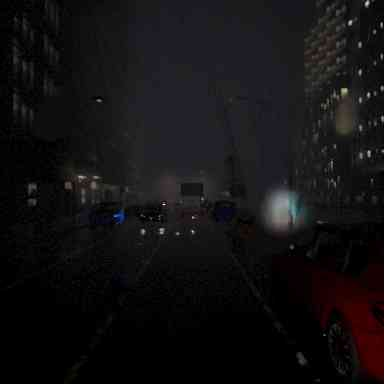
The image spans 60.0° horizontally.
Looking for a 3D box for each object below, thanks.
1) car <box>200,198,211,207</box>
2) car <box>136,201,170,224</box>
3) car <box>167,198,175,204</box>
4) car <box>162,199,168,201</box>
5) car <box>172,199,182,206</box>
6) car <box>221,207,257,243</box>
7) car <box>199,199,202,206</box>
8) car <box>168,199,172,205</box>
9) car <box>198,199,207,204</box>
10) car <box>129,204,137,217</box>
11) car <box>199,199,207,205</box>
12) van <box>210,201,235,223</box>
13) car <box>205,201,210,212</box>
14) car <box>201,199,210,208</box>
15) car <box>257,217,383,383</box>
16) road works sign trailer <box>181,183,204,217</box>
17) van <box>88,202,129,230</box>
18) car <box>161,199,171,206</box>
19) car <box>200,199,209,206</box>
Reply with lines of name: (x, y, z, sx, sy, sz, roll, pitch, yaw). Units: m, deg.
car: (2.690, 2.141, 67.898, 1.967, 1.590, 4.097, 0, -1, 0)
car: (-3.101, 1.788, 27.634, 1.837, 1.490, 4.892, 0, -1, 0)
car: (-5.693, 2.486, 90.674, 1.887, 1.381, 4.507, 0, -1, 0)
car: (-5.689, 2.023, 56.543, 1.967, 1.590, 4.097, 0, -1, 0)
car: (-3.008, 2.304, 68.845, 1.895, 1.301, 4.718, 0, -1, 0)
car: (2.695, 1.699, 16.870, 1.752, 1.417, 4.829, 0, -1, 0)
car: (2.690, 2.192, 62.209, 2.008, 1.369, 4.403, 0, -1, 0)
car: (-5.691, 2.252, 67.919, 2.008, 1.369, 4.403, 0, -1, 0)
car: (2.688, 2.431, 84.964, 2.008, 1.369, 4.403, 0, -1, 0)
car: (-5.688, 1.913, 33.786, 1.947, 1.339, 4.313, 0, -1, 0)
car: (2.688, 2.402, 79.275, 1.802, 1.307, 4.206, 0, -1, 0)
van: (2.696, 1.629, 28.080, 1.690, 1.788, 3.998, 0, -1, 0)
car: (2.693, 1.897, 33.766, 2.008, 1.369, 4.403, 0, -1, 0)
car: (2.692, 2.015, 45.143, 2.008, 1.369, 4.403, 0, -1, 0)
car: (2.698, 1.371, 5.325, 2.192, 1.841, 5.009, 0, -1, 0)
road works sign trailer: (0.021, 0.821, 34.740, 2.380, 3.560, 2.880, 0, -1, 0)
van: (-5.684, 1.571, 22.410, 1.690, 1.788, 3.998, 0, -1, 0)
car: (-5.691, 2.306, 73.608, 1.887, 1.381, 4.507, 0, -1, 0)
car: (2.689, 2.305, 73.586, 1.887, 1.381, 4.507, 0, -1, 0)
